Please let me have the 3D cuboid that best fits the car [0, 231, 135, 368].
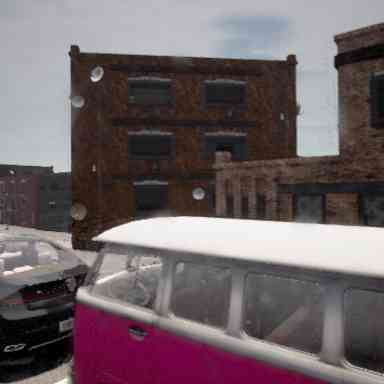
[{"bbox_3d":[-3.593,1.485,5.816,4.892,1.521,2.231,0,0,36],"label":"car"}]
